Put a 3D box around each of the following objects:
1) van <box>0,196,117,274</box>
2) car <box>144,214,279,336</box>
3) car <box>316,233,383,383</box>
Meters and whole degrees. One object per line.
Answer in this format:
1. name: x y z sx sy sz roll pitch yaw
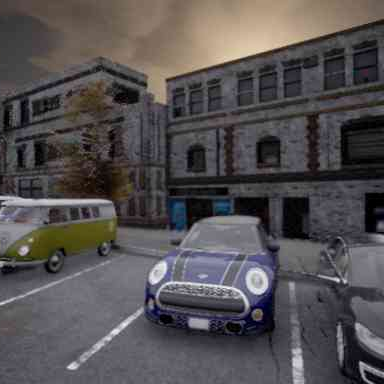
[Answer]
1. van: -4.100 1.202 10.262 1.878 1.987 4.442 1 0 16
2. car: 0.710 1.339 6.990 2.185 1.767 4.553 1 0 16
3. car: 3.086 1.484 5.259 2.231 1.521 4.892 1 0 16
